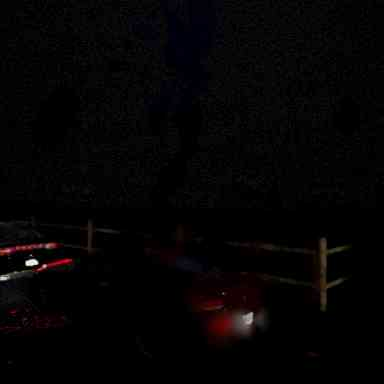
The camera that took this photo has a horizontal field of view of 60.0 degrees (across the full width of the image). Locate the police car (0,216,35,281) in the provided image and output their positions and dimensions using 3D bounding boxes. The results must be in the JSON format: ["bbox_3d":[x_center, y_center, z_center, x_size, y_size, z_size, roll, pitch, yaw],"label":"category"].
[{"bbox_3d":[-5.968,1.523,9.655,5.238,1.638,1.930,0,-1,37],"label":"police car"}]

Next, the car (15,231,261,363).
[{"bbox_3d":[-1.075,1.604,5.988,4.674,1.442,1.812,0,-1,37],"label":"car"}]
